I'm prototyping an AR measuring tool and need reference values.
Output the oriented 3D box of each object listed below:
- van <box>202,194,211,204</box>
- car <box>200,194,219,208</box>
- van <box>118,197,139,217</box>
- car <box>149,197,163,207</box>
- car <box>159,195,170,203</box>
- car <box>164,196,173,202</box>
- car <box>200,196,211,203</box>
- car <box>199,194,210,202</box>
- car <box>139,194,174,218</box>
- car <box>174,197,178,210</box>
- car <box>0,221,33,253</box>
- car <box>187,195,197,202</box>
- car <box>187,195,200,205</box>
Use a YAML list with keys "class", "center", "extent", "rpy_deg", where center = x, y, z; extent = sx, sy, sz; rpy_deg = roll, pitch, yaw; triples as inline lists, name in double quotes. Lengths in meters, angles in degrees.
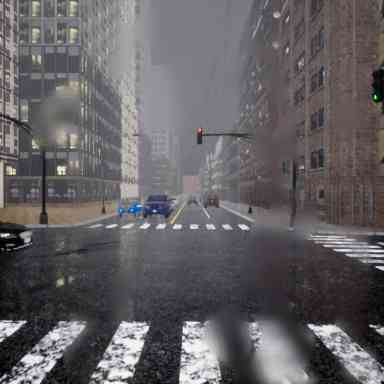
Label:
- class: "van"
  center: [2.750, 1.366, 63.883]
  extent: [1.690, 1.788, 3.998]
  rpy_deg: [0, 0, 0]
- class: "car"
  center: [2.734, 1.329, 47.231]
  extent: [2.192, 1.841, 5.009]
  rpy_deg: [0, 0, 0]
- class: "van"
  center: [-5.661, 1.347, 30.584]
  extent: [1.690, 1.788, 3.998]
  rpy_deg: [0, 0, 0]
- class: "car"
  center: [-5.641, 1.543, 52.618]
  extent: [1.752, 1.417, 4.829]
  rpy_deg: [0, 0, 0]
- class: "car"
  center: [-5.625, 1.469, 69.440]
  extent: [1.967, 1.590, 4.097]
  rpy_deg: [0, 0, 0]
- class: "car"
  center: [-5.614, 1.589, 80.543]
  extent: [2.008, 1.369, 4.403]
  rpy_deg: [0, 0, 0]
- class: "car"
  center: [2.756, 1.580, 69.433]
  extent: [2.008, 1.369, 4.403]
  rpy_deg: [0, 0, 0]
- class: "car"
  center: [2.760, 1.348, 74.985]
  extent: [2.192, 1.841, 5.009]
  rpy_deg: [0, 0, 0]
- class: "car"
  center: [-3.079, 1.227, 30.254]
  extent: [2.150, 2.045, 5.566]
  rpy_deg: [0, 0, 0]
- class: "car"
  center: [-3.059, 1.611, 39.963]
  extent: [1.895, 1.301, 4.718]
  rpy_deg: [0, 0, 0]
- class: "car"
  center: [-8.123, 1.367, 11.498]
  extent: [4.902, 1.511, 2.128]
  rpy_deg: [1, 0, 0]
- class: "car"
  center: [0.069, 1.419, 70.080]
  extent: [2.033, 1.411, 5.357]
  rpy_deg: [0, 0, 0]
- class: "car"
  center: [0.061, 1.623, 60.104]
  extent: [1.895, 1.301, 4.718]
  rpy_deg: [0, 0, 0]
